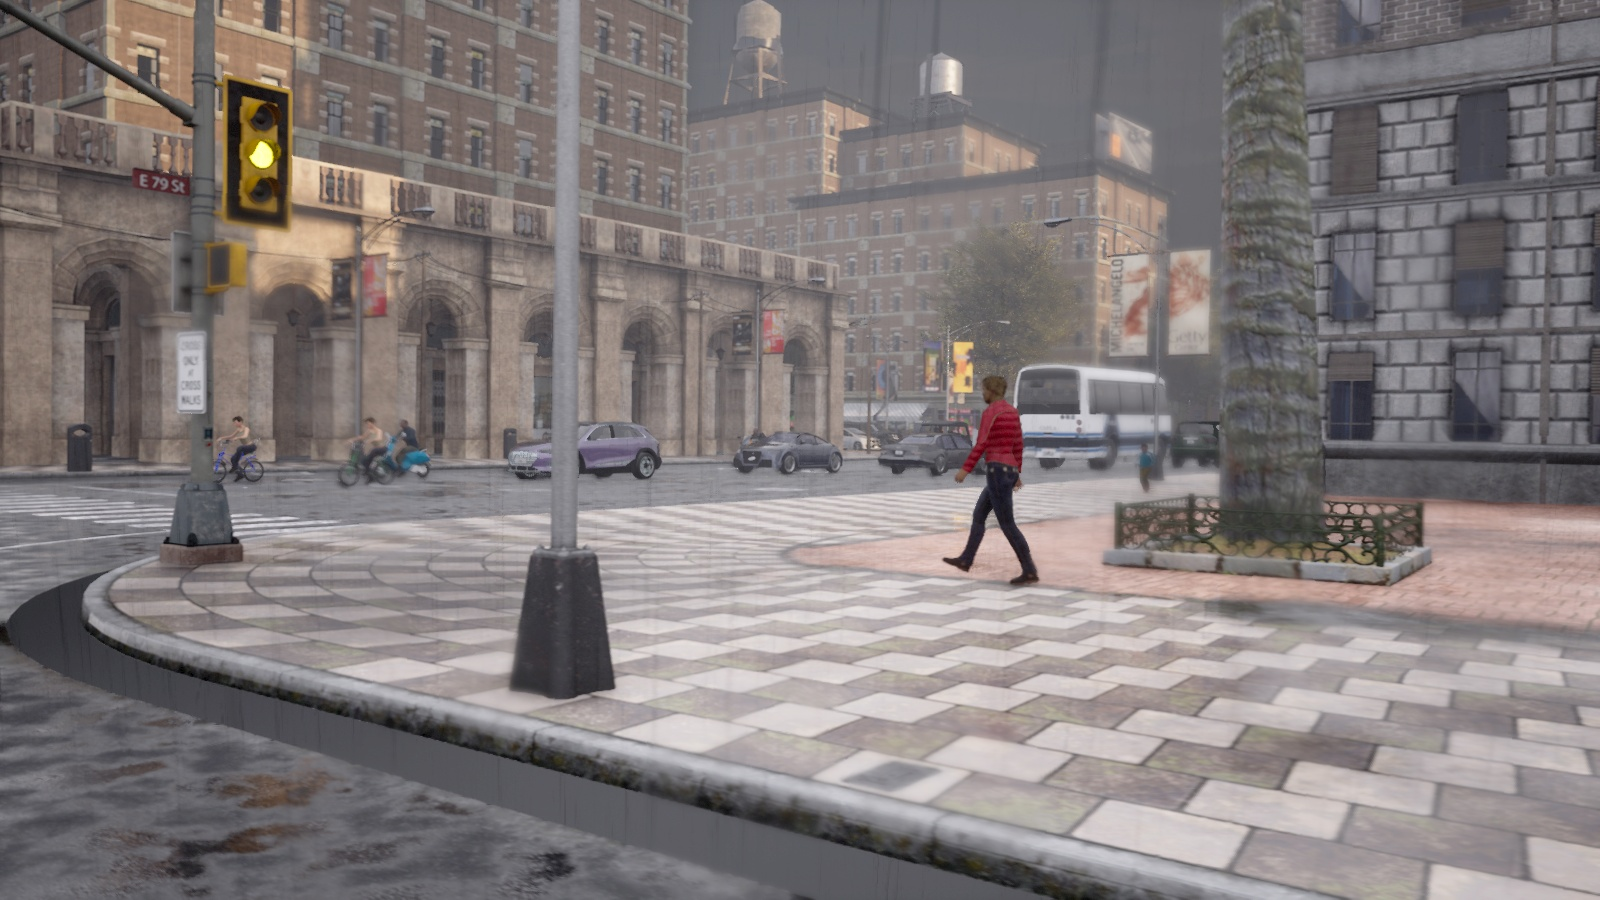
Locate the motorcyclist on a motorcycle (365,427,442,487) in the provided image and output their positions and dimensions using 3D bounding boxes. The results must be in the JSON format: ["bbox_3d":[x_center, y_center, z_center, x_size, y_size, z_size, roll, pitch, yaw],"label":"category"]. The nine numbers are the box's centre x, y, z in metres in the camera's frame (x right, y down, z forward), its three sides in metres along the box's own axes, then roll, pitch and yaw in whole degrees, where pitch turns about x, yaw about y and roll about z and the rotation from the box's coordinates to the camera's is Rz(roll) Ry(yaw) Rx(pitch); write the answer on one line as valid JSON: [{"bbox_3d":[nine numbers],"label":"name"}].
[{"bbox_3d":[-10.813,0.162,34.269,0.866,1.590,1.817,0,1,37],"label":"motorcyclist on a motorcycle"}]

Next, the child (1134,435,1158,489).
[{"bbox_3d":[7.764,0.257,28.160,0.343,1.192,0.448,1,1,43],"label":"child"}]

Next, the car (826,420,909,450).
[{"bbox_3d":[4.750,-1.066,88.832,5.566,2.045,2.150,0,1,36],"label":"car"}]

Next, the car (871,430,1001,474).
[{"bbox_3d":[4.786,0.026,43.410,2.033,1.411,5.357,0,1,37],"label":"car"}]

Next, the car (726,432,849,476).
[{"bbox_3d":[-0.364,0.085,42.378,1.994,1.385,4.181,0,1,37],"label":"car"}]

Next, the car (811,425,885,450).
[{"bbox_3d":[3.255,-0.880,85.612,4.611,1.667,2.242,0,1,37],"label":"car"}]

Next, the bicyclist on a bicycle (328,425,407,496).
[{"bbox_3d":[-10.107,0.224,29.393,0.866,1.612,1.509,0,1,37],"label":"bicyclist on a bicycle"}]

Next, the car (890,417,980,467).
[{"bbox_3d":[5.429,-0.342,50.127,1.905,1.878,3.866,0,1,36],"label":"car"}]

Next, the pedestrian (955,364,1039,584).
[{"bbox_3d":[1.698,0.198,10.835,0.636,1.846,0.331,0,1,36],"label":"pedestrian"}]

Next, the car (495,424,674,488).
[{"bbox_3d":[-5.912,0.103,34.992,2.033,1.649,4.856,0,1,37],"label":"car"}]

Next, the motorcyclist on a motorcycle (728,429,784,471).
[{"bbox_3d":[-1.611,-0.008,46.551,0.866,1.530,2.191,0,1,37],"label":"motorcyclist on a motorcycle"}]

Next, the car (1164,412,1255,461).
[{"bbox_3d":[18.231,-0.581,55.733,2.150,2.045,5.566,0,1,36],"label":"car"}]

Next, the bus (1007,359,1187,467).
[{"bbox_3d":[13.161,-1.629,54.725,3.944,4.253,10.273,0,2,36],"label":"bus"}]

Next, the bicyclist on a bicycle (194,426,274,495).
[{"bbox_3d":[-13.659,0.226,30.342,0.866,1.612,1.509,0,1,37],"label":"bicyclist on a bicycle"}]
